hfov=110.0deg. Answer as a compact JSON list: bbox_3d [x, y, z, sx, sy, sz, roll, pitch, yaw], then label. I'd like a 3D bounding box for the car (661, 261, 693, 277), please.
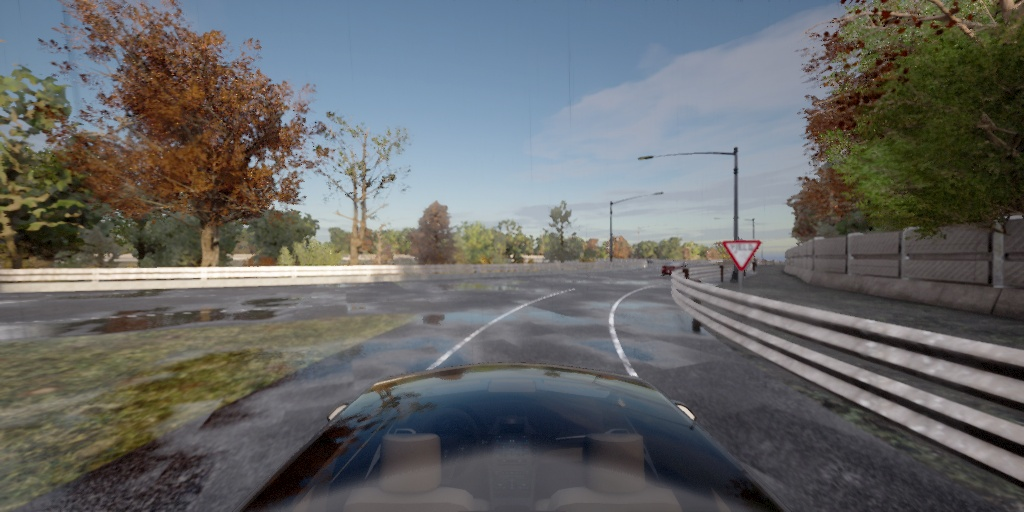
[{"bbox_3d":[17.035,1.335,36.808,1.882,1.535,5.008,0,0,43],"label":"car"}]
